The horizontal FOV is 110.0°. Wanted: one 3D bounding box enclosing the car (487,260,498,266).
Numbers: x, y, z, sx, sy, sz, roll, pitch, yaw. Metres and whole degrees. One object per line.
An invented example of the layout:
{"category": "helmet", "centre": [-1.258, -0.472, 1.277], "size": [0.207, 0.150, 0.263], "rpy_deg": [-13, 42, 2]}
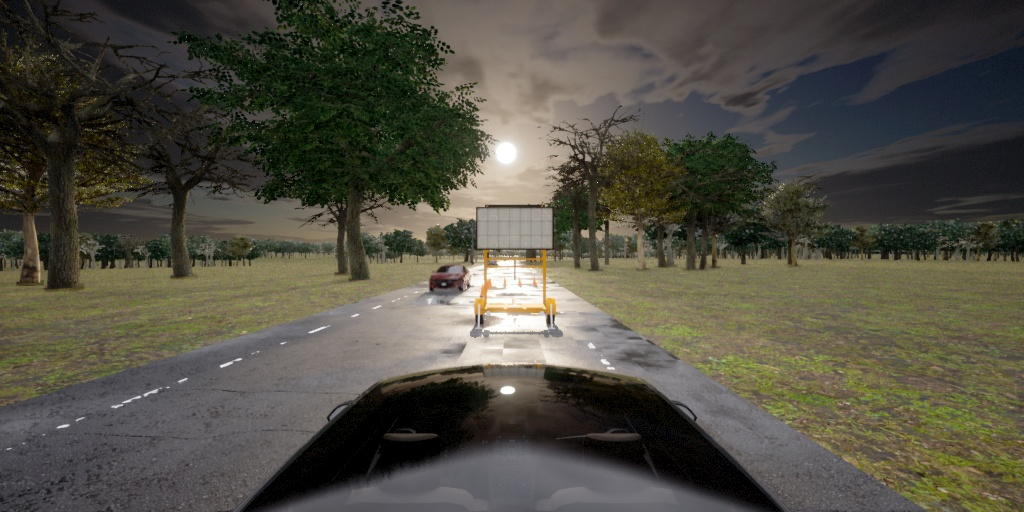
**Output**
{"category": "car", "centre": [-3.550, 1.369, 63.264], "size": [1.994, 1.385, 4.181], "rpy_deg": [0, 0, 0]}

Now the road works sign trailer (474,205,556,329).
{"category": "road works sign trailer", "centre": [0.090, 0.211, 11.194], "size": [2.380, 3.560, 2.880], "rpy_deg": [0, 0, 0]}

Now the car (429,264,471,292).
{"category": "car", "centre": [-3.592, 1.225, 21.410], "size": [1.882, 1.535, 5.008], "rpy_deg": [0, 0, 0]}
